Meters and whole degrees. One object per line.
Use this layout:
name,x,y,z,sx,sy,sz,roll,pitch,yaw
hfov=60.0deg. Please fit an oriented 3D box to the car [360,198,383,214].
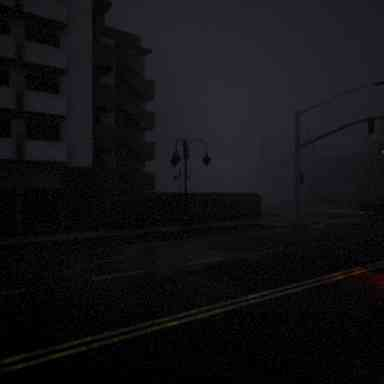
car,17.889,1.291,30.490,2.128,1.511,4.902,0,0,-26
